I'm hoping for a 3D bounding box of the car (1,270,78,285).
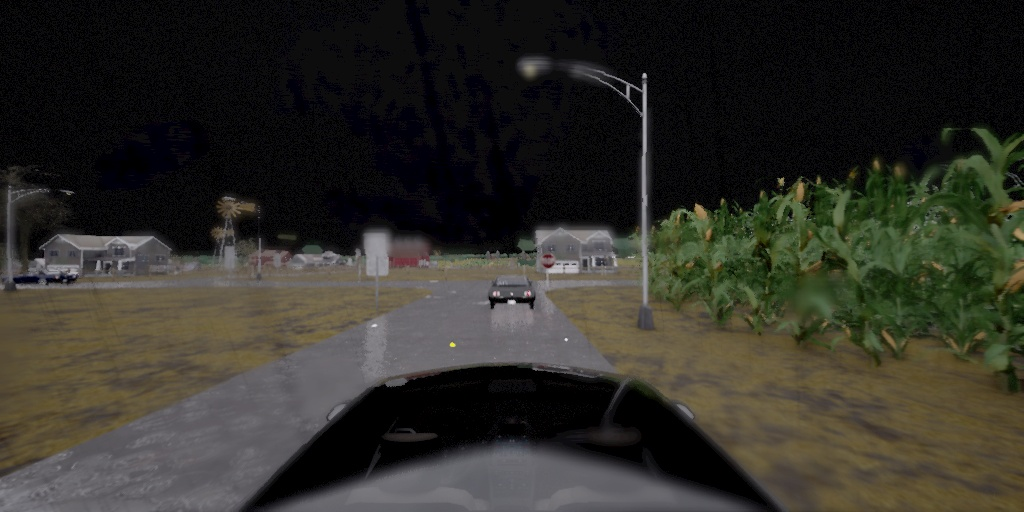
[{"bbox_3d":[-42.089,1.941,31.984,4.718,1.301,1.895,-1,0,0],"label":"car"}]

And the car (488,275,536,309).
[{"bbox_3d":[0.010,1.498,15.954,1.895,1.301,4.718,0,-1,0],"label":"car"}]
